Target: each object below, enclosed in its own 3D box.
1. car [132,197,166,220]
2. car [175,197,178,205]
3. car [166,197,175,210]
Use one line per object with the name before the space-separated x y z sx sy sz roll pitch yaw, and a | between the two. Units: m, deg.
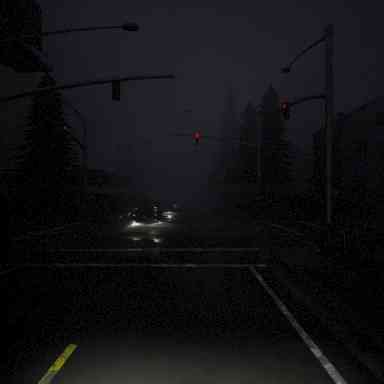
car | -3.575 1.325 27.266 2.097 1.767 4.553 -1 -1 0
car | -3.423 1.615 59.462 2.033 1.411 5.357 0 0 0
car | -3.534 1.601 42.591 1.895 1.301 4.718 0 0 0
